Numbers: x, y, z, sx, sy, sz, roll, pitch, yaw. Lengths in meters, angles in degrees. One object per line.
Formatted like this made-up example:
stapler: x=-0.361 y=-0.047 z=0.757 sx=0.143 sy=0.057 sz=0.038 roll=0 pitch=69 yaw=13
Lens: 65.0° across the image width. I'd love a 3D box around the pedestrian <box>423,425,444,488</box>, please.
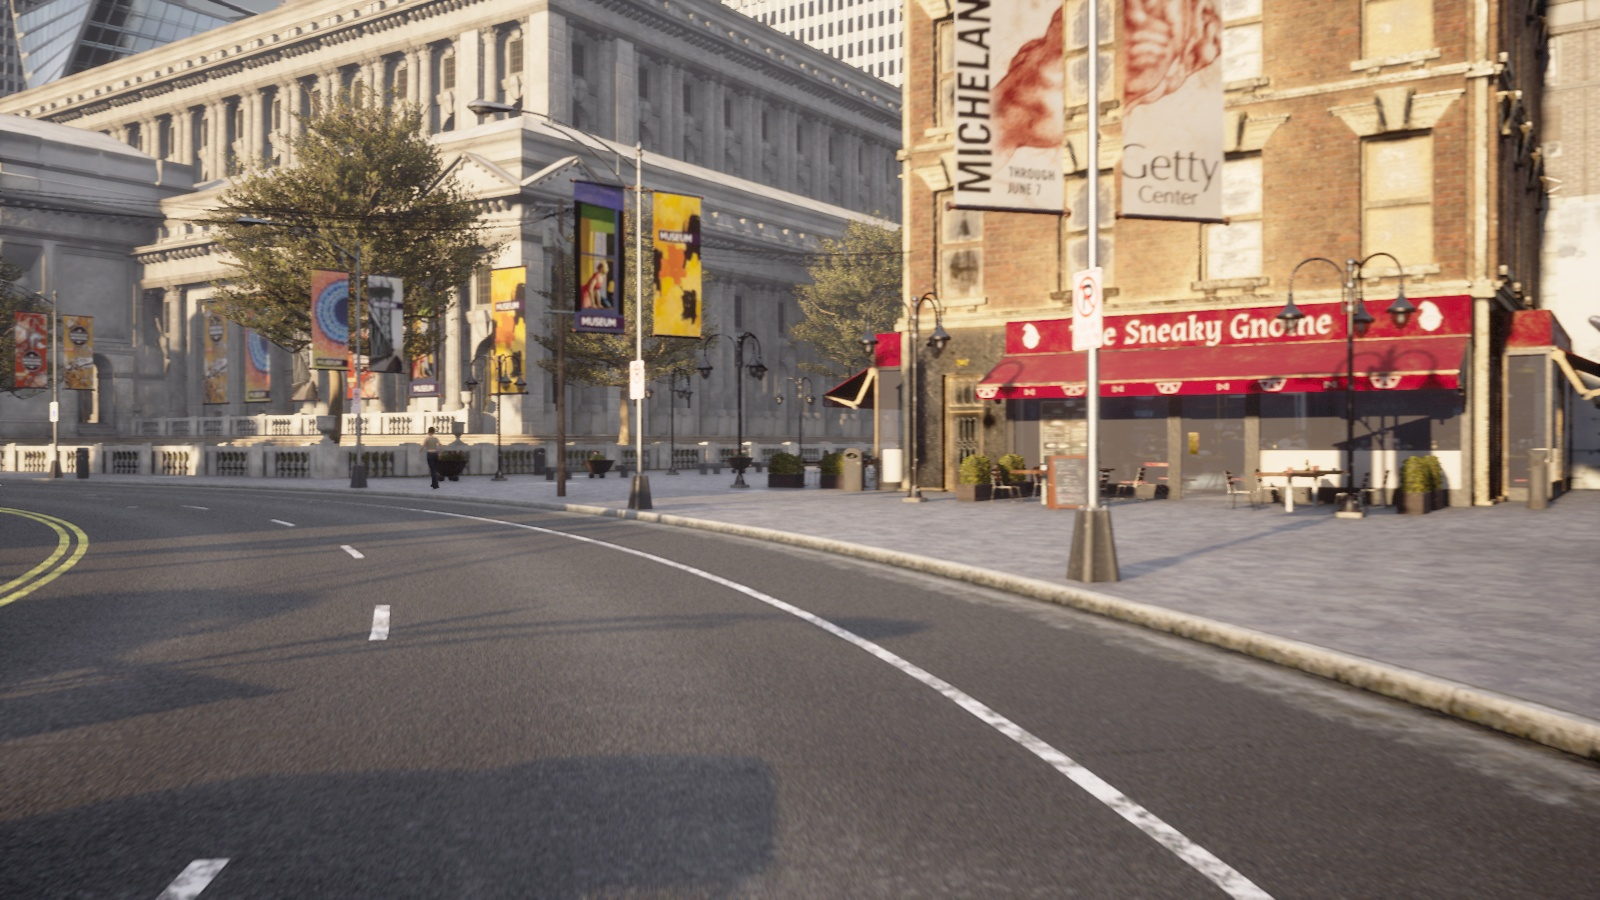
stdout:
pedestrian: x=-10.785 y=0.196 z=36.938 sx=0.594 sy=1.836 sz=0.345 roll=0 pitch=0 yaw=41
